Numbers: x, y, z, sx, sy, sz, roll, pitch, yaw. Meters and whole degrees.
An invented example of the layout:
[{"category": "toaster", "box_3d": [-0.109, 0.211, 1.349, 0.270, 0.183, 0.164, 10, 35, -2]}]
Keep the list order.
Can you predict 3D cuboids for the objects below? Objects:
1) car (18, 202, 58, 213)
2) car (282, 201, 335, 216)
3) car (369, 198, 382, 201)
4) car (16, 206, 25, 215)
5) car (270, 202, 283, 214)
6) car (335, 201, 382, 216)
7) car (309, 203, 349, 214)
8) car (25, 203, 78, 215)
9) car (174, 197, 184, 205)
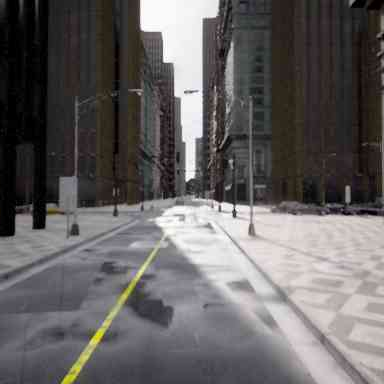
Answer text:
[{"category": "car", "box_3d": [-20.162, 2.038, 43.703, 4.403, 1.369, 2.008, 0, -2, 0]}, {"category": "car", "box_3d": [12.329, 1.914, 35.291, 4.403, 1.369, 2.008, 0, -2, 0]}, {"category": "car", "box_3d": [23.054, 1.661, 38.095, 5.566, 2.045, 2.150, 0, -1, 0]}, {"category": "car", "box_3d": [-20.062, 1.814, 35.182, 4.507, 1.381, 1.887, 0, -2, 0]}, {"category": "car", "box_3d": [12.330, 2.022, 43.816, 4.097, 1.590, 1.967, 0, -2, 0]}, {"category": "car", "box_3d": [17.999, 1.950, 35.310, 4.313, 1.339, 1.947, 0, -2, 0]}, {"category": "car", "box_3d": [18.000, 2.153, 43.832, 4.403, 1.369, 2.008, 0, -2, 0]}, {"category": "car", "box_3d": [-14.591, 1.807, 35.201, 4.829, 1.417, 1.752, 0, -2, 0]}, {"category": "car", "box_3d": [-3.006, 2.225, 81.504, 2.097, 1.767, 4.553, 0, -1, 0]}]
